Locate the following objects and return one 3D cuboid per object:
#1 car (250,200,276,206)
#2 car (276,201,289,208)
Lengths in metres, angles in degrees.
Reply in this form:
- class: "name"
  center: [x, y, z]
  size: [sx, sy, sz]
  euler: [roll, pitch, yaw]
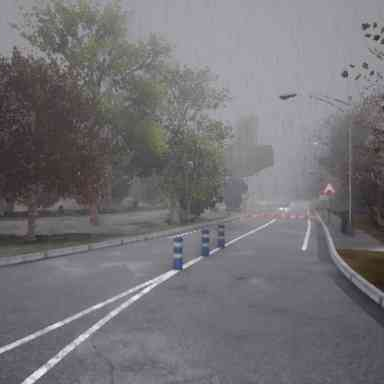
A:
- class: "car"
  center: [19.850, 3.276, 93.063]
  size: [5.366, 1.575, 1.946]
  euler: [0, -2, 19]
- class: "car"
  center: [20.416, 2.718, 73.519]
  size: [2.128, 1.511, 4.902]
  euler: [0, -1, 19]
